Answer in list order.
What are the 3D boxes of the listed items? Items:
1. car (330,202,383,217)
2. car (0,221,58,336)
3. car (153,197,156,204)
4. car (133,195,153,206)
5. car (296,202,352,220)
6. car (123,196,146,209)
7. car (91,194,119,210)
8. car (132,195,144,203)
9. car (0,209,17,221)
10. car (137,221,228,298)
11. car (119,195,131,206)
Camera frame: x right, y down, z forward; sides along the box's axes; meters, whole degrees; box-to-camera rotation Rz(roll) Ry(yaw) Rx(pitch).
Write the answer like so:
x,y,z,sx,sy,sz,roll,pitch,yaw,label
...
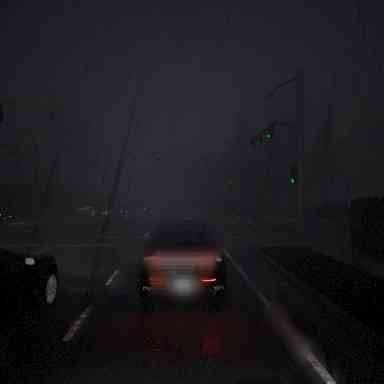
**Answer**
x,y,z,sx,sy,sz,roll,pitch,yaw,label
15.467,1.601,30.676,4.718,1.301,1.895,0,0,0,car
-3.612,1.478,4.854,1.882,1.535,5.008,0,0,-2,car
-8.234,1.526,65.072,1.812,1.442,4.674,0,0,-1,car
-8.115,1.564,55.250,1.994,1.385,4.181,0,0,-1,car
11.395,1.547,27.211,5.357,1.411,2.033,0,0,0,car
-7.977,1.601,46.483,1.895,1.301,4.718,0,0,-1,car
-11.435,1.221,43.420,2.150,2.045,5.566,0,0,-2,car
-11.840,1.478,73.229,1.882,1.535,5.008,0,0,-1,car
-14.880,1.565,23.721,4.181,1.385,1.994,0,0,0,car
-0.245,1.492,8.518,2.128,1.511,4.902,0,0,-2,car
-11.587,1.505,53.248,1.837,1.490,4.892,0,0,-1,car
